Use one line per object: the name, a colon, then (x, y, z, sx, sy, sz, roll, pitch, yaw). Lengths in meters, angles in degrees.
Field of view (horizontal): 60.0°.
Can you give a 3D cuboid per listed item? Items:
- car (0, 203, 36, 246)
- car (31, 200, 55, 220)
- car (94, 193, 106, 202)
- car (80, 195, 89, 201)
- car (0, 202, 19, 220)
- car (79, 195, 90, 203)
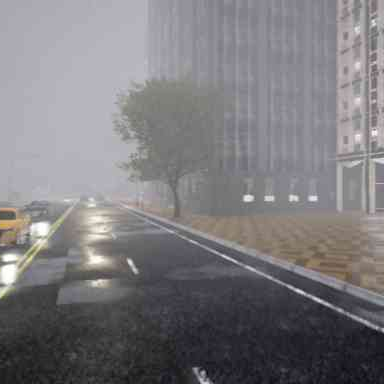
car: (-8.614, 1.464, 15.139, 1.882, 1.535, 5.008, 0, 0, -18)
car: (-12.549, 1.465, 27.576, 2.128, 1.511, 4.902, 0, 1, -17)
car: (-19.492, 1.460, 71.080, 1.812, 1.442, 4.674, 0, 0, -18)
car: (-25.621, 1.318, 79.626, 1.994, 1.385, 4.181, 0, 0, -18)
car: (-16.126, 1.574, 28.105, 1.895, 1.301, 4.718, 0, 0, -17)
car: (-22.463, 1.457, 69.697, 2.128, 1.511, 4.902, 0, 0, -18)
